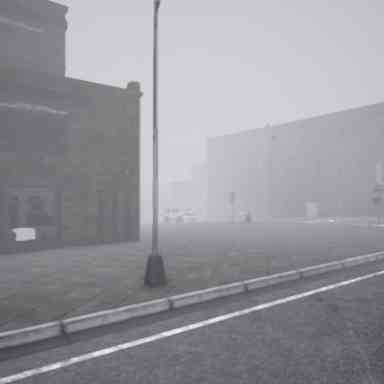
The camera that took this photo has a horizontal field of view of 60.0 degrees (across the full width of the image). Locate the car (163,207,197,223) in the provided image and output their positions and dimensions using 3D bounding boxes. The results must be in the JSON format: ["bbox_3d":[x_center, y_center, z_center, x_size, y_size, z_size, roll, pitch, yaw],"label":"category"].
[{"bbox_3d":[-1.658,3.032,43.506,2.150,2.045,5.566,0,-5,-36],"label":"car"}]
